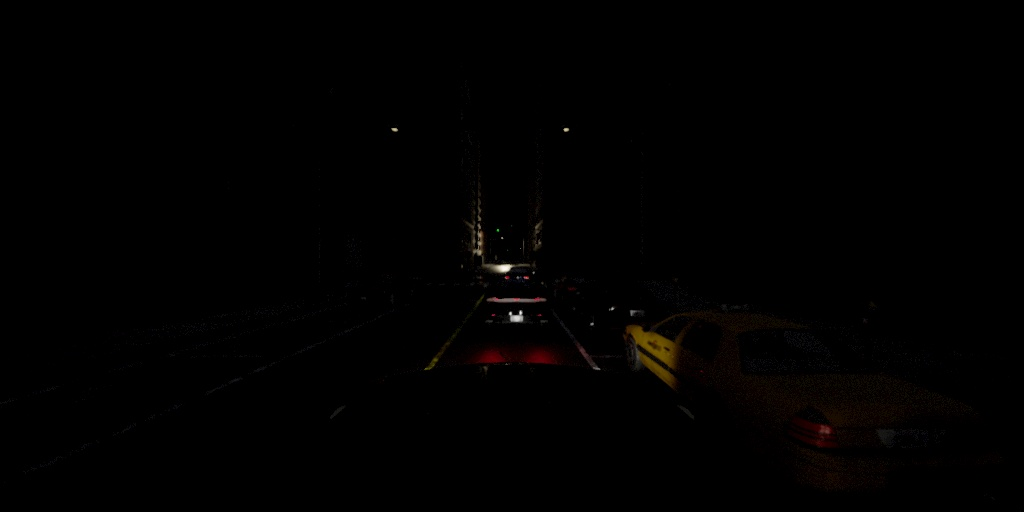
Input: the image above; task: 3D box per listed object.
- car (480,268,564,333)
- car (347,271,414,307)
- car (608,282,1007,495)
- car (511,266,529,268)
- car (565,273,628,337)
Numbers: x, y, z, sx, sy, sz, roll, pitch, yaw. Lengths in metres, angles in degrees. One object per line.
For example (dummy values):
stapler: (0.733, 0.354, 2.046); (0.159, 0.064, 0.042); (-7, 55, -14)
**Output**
car: (0.114, 1.293, 10.944); (2.128, 1.511, 4.902); (0, 0, 0)
car: (-5.648, 1.375, 15.900); (1.888, 1.381, 4.507); (0, 0, 0)
car: (2.879, 1.293, 4.887); (1.751, 1.417, 4.829); (0, 0, 0)
car: (0.571, 1.432, 25.378); (2.033, 1.411, 5.357); (0, 0, 6)
car: (2.888, 1.365, 10.303); (1.948, 1.339, 4.313); (0, 0, 0)
